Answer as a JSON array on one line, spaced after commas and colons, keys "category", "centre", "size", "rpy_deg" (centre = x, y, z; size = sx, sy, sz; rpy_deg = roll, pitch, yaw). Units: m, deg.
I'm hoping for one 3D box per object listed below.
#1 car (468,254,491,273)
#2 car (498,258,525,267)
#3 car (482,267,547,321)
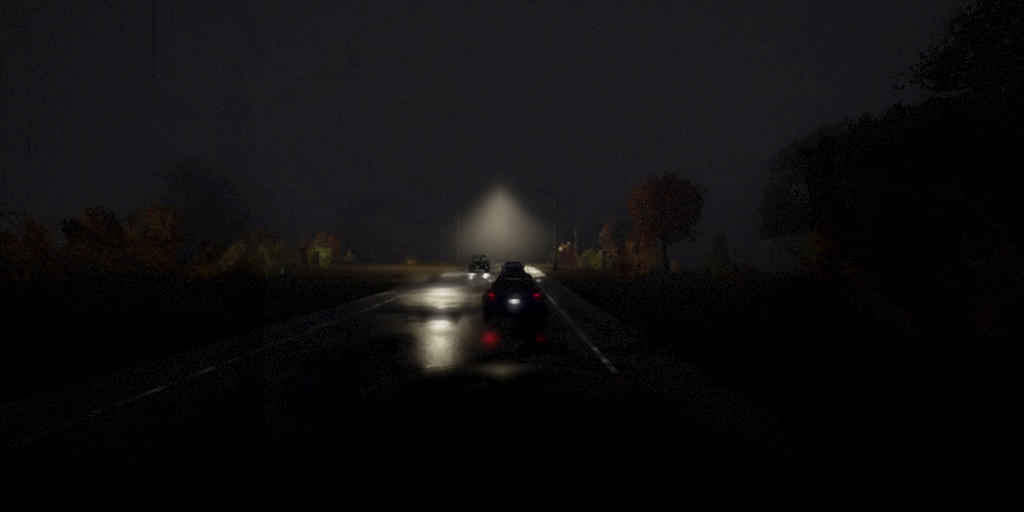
[{"category": "car", "centre": [-3.606, 0.753, 40.404], "size": [2.150, 2.045, 5.566], "rpy_deg": [0, 0, 0]}, {"category": "car", "centre": [0.080, 1.125, 27.915], "size": [1.812, 1.442, 4.674], "rpy_deg": [0, 0, 0]}, {"category": "car", "centre": [0.083, 1.253, 12.174], "size": [1.994, 1.385, 4.181], "rpy_deg": [0, 0, 0]}]
